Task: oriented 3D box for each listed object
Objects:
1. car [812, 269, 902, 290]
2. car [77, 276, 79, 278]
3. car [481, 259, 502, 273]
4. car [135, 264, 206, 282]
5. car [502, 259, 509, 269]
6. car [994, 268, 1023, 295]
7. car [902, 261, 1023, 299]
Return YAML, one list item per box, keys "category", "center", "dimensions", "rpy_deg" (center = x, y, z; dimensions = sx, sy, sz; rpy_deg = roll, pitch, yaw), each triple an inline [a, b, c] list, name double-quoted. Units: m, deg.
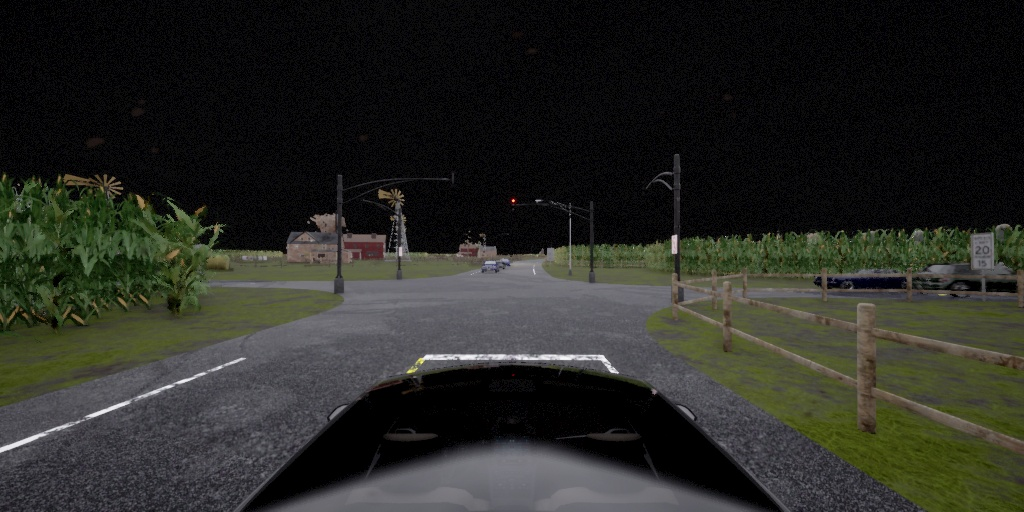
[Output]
- category: "car"
  center: [20.380, 1.401, 20.606]
  dimensions: [4.718, 1.301, 1.895]
  rpy_deg: [0, -1, 9]
- category: "car"
  center: [-34.006, 1.293, 26.943]
  dimensions: [4.718, 1.301, 1.895]
  rpy_deg: [0, -1, 9]
- category: "car"
  center: [-2.598, 1.271, 43.938]
  dimensions: [1.812, 1.442, 4.674]
  rpy_deg: [0, 0, 3]
- category: "car"
  center: [-24.191, 1.195, 25.293]
  dimensions: [4.902, 1.511, 2.128]
  rpy_deg: [0, -1, 9]
- category: "car"
  center: [-2.069, 1.303, 53.944]
  dimensions: [1.994, 1.385, 4.181]
  rpy_deg: [0, 0, 5]
- category: "car"
  center: [29.348, 1.377, 19.058]
  dimensions: [4.181, 1.385, 1.994]
  rpy_deg: [0, -1, 10]
- category: "car"
  center: [22.578, 1.118, 17.296]
  dimensions: [4.553, 1.767, 2.097]
  rpy_deg: [0, -1, 10]
